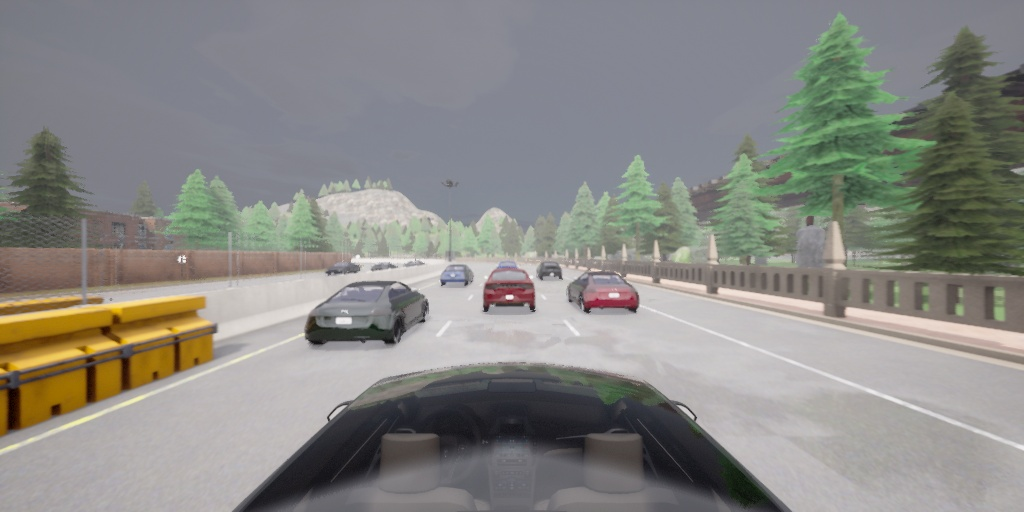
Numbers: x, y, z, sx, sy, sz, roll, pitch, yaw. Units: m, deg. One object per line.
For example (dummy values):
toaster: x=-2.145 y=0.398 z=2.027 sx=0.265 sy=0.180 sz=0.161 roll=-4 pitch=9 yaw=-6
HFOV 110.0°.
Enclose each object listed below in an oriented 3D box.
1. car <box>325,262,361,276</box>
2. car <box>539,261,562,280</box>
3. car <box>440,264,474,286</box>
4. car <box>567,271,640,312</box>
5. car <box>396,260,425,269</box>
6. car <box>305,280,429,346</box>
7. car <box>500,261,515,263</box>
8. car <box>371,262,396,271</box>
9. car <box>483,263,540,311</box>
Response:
car: x=-18.201 y=1.347 z=38.991 sx=2.033 sy=1.411 sz=5.357 roll=0 pitch=0 yaw=-1
car: x=3.129 y=1.201 z=30.681 sx=1.837 sy=1.490 sz=4.892 roll=0 pitch=0 yaw=-1
car: x=-3.807 y=1.288 z=25.403 sx=2.033 sy=1.411 sz=5.357 roll=0 pitch=0 yaw=-1
car: x=3.396 y=1.280 z=14.017 sx=1.994 sy=1.385 sz=4.181 roll=0 pitch=0 yaw=-1
car: x=-11.288 y=1.252 z=41.195 sx=2.128 sy=1.511 sz=4.902 roll=0 pitch=0 yaw=-2
car: x=-3.553 y=1.323 z=9.527 sx=1.994 sy=1.385 sz=4.181 roll=0 pitch=0 yaw=-1
car: x=-0.389 y=1.191 z=31.905 sx=1.882 sy=1.535 sz=5.008 roll=0 pitch=0 yaw=-1
car: x=-14.802 y=1.342 z=41.495 sx=1.994 sy=1.385 sz=4.181 roll=0 pitch=0 yaw=-2
car: x=-0.117 y=1.212 z=14.436 sx=1.882 sy=1.535 sz=5.008 roll=0 pitch=0 yaw=-1
